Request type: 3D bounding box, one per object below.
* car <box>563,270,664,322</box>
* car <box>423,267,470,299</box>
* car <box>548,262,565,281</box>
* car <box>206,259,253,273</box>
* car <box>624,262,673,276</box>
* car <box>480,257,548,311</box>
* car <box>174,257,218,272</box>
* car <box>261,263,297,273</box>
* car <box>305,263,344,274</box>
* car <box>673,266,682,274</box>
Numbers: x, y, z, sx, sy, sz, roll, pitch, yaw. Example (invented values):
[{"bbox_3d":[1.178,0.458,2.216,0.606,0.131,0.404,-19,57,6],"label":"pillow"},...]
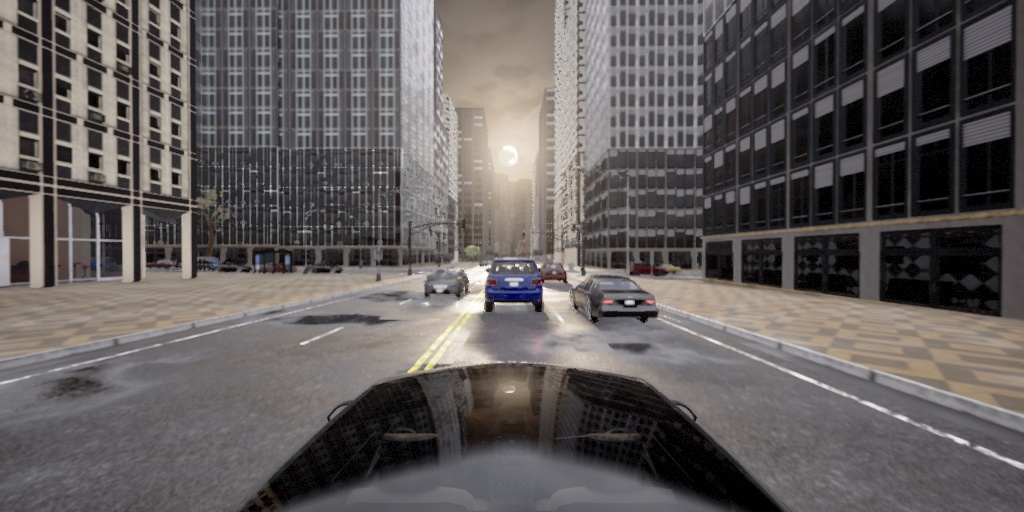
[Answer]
[{"bbox_3d":[3.323,1.384,12.647,2.033,1.411,5.357,0,0,0],"label":"car"},{"bbox_3d":[-3.382,1.381,19.263,2.128,1.511,4.902,0,-1,0],"label":"car"},{"bbox_3d":[3.285,1.320,29.968,2.097,1.767,4.553,0,0,0],"label":"car"},{"bbox_3d":[-34.195,1.414,43.929,4.313,1.339,1.948,0,0,1],"label":"car"},{"bbox_3d":[16.097,1.599,43.213,5.009,1.841,2.192,0,0,1],"label":"car"},{"bbox_3d":[0.069,1.079,15.108,2.150,2.045,5.566,0,0,0],"label":"car"},{"bbox_3d":[-40.457,1.276,46.705,4.892,1.490,1.837,1,0,1],"label":"car"},{"bbox_3d":[-28.514,1.481,43.769,4.207,1.307,1.802,0,0,1],"label":"car"},{"bbox_3d":[-22.829,1.514,43.649,4.313,1.339,1.948,0,0,1],"label":"car"},{"bbox_3d":[21.687,1.790,51.512,4.829,1.417,1.751,0,0,1],"label":"car"}]
